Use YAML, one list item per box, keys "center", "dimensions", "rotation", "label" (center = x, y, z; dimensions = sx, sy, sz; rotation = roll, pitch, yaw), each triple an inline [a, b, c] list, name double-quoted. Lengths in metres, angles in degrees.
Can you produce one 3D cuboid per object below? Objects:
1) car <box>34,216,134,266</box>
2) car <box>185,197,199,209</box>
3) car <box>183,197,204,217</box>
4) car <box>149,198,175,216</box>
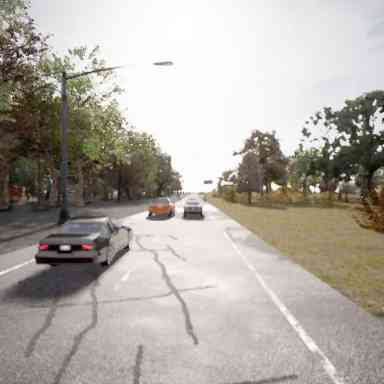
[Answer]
- center: [-3.352, 1.534, 11.388]
  dimensions: [2.033, 1.411, 5.357]
  rotation: [0, 0, 1]
  label: "car"
- center: [0.039, 1.458, 45.575]
  dimensions: [1.837, 1.490, 4.892]
  rotation: [0, 0, 1]
  label: "car"
- center: [0.102, 1.514, 31.138]
  dimensions: [2.033, 1.411, 5.357]
  rotation: [0, 0, 0]
  label: "car"
- center: [-2.765, 1.318, 31.562]
  dimensions: [2.097, 1.767, 4.553]
  rotation: [0, 0, 2]
  label: "car"
